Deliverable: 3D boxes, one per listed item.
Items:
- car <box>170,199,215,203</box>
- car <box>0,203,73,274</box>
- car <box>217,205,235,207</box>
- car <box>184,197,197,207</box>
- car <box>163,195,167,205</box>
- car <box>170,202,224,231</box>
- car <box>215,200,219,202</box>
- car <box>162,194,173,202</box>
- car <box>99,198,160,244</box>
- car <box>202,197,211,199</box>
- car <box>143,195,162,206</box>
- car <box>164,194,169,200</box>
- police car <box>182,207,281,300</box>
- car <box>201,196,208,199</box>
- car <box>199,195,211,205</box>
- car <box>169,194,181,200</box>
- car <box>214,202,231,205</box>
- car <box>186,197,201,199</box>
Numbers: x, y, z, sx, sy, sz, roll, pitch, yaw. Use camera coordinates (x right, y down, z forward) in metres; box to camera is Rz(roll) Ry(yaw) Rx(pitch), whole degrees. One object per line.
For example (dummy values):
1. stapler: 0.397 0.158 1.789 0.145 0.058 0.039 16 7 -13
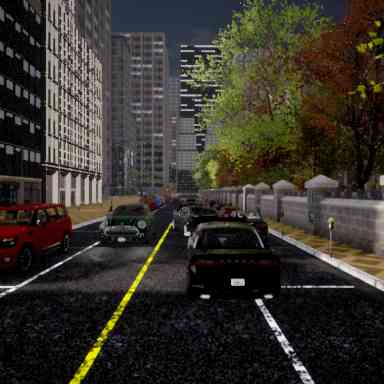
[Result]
1. car: 0.078 1.501 24.801 1.837 1.490 4.892 0 0 17
2. car: -5.475 1.314 10.673 2.192 1.841 5.009 0 0 0
3. car: 2.526 1.548 16.111 2.008 1.369 4.403 0 0 0
4. car: -0.215 1.531 53.451 2.033 1.411 5.357 0 0 0
5. car: -5.686 1.564 55.004 1.802 1.307 4.206 0 0 0
6. car: 0.174 1.502 18.208 1.837 1.490 4.892 0 0 -15
7. car: 2.472 1.561 27.211 1.947 1.339 4.313 0 0 0
8. car: -5.647 1.282 77.167 2.192 1.841 5.009 0 0 0
9. car: -2.889 1.350 15.782 2.097 1.767 4.553 0 0 0
10. car: 2.419 1.557 38.310 1.947 1.339 4.313 0 0 0
11. car: -5.633 1.304 43.922 2.192 1.841 5.009 0 0 0
12. car: -5.712 1.504 60.374 1.752 1.417 4.829 0 0 0
13. police car: 0.819 1.424 8.585 1.930 1.638 5.238 0 0 0
14. car: 2.366 1.568 49.410 1.802 1.307 4.206 0 0 0
15. car: 2.313 1.418 60.509 1.967 1.590 4.097 0 0 0
16. car: -3.005 1.542 60.925 1.994 1.385 4.181 0 0 0
17. car: 2.499 1.578 21.661 1.802 1.307 4.206 0 0 0
18. car: -0.156 1.515 43.468 1.812 1.442 4.674 0 0 0
